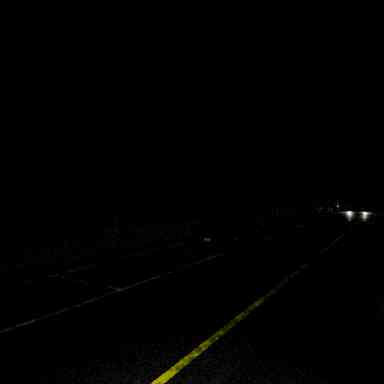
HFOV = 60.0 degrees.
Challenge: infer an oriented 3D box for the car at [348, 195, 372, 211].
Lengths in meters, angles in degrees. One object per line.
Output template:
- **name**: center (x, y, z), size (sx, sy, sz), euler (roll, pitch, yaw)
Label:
- **car**: center (20.175, 1.480, 40.199), size (1.882, 1.535, 5.008), euler (0, 0, 32)

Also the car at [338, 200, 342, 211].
- **car**: center (16.239, 1.441, 38.884), size (1.967, 1.590, 4.097), euler (0, 0, 32)

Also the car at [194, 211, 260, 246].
- **car**: center (1.756, 1.566, 15.359), size (1.947, 1.339, 4.313), euler (0, 0, 32)

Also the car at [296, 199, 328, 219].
- **car**: center (10.446, 1.582, 29.474), size (1.802, 1.307, 4.206), euler (0, 0, 32)

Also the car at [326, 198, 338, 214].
- **car**: center (13.342, 1.567, 34.179), size (1.947, 1.339, 4.313), euler (0, 0, 32)
